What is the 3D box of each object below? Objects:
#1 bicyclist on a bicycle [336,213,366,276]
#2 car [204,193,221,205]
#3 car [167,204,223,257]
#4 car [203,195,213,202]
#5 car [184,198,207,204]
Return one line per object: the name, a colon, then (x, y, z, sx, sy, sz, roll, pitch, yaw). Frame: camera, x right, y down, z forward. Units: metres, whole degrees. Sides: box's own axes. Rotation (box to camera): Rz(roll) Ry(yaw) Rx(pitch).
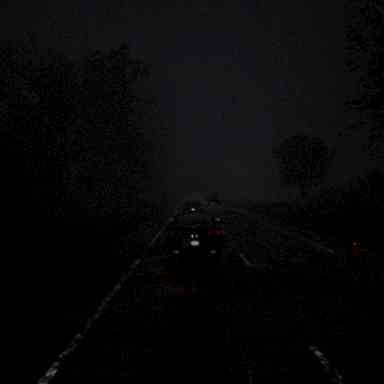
bicyclist on a bicycle: (4.466, 1.439, 9.387, 0.582, 1.620, 1.656, 0, 0, 0)
car: (3.600, 1.143, 55.920, 2.150, 2.045, 5.566, 0, 0, 0)
car: (0.097, 1.458, 12.950, 1.882, 1.535, 5.008, 0, 0, 0)
car: (3.498, 1.420, 73.646, 1.812, 1.442, 4.674, 0, 0, 0)
car: (0.097, 1.518, 30.968, 1.994, 1.385, 4.181, 0, 0, 0)
